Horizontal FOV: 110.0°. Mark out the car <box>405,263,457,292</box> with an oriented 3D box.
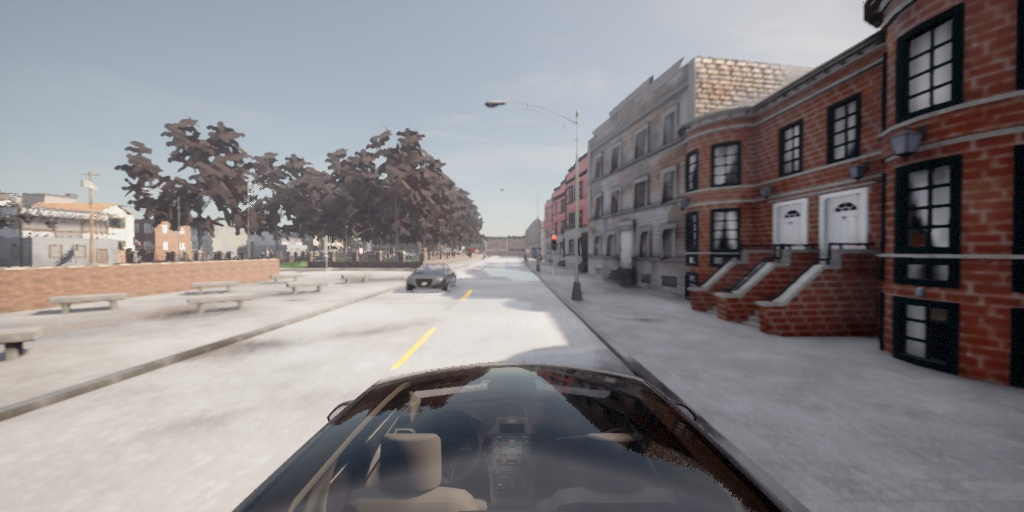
[{"bbox_3d":[-4.083,1.072,18.703,1.994,1.385,4.181,0,1,0],"label":"car"}]
